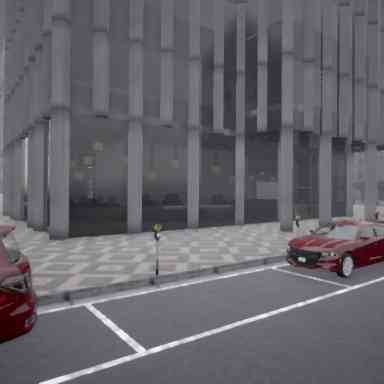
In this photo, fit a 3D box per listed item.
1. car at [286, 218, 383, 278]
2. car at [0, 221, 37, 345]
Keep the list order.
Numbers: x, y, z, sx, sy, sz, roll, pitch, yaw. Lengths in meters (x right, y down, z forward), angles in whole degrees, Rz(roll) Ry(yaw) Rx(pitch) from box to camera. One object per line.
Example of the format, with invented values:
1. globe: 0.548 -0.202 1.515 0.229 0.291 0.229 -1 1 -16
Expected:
1. car: 4.750 1.545 10.144 4.507 1.381 1.887 0 1 -35
2. car: -4.406 1.312 3.610 5.009 1.841 2.192 0 1 -35
